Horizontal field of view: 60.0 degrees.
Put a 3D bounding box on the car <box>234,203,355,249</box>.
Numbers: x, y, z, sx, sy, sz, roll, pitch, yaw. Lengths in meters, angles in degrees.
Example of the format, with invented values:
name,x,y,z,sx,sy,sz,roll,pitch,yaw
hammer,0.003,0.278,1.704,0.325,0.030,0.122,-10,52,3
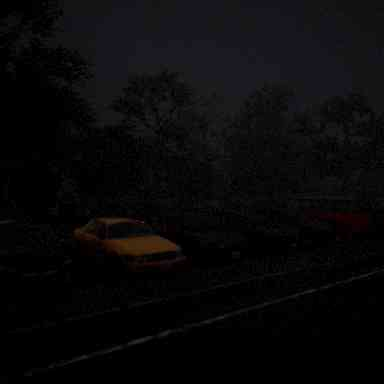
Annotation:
name,x,y,z,sx,sy,sz,roll,pitch,yaw
car,4.493,1.480,15.333,2.163,1.488,4.792,0,0,-35

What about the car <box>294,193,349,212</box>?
name,x,y,z,sx,sy,sz,roll,pitch,yaw
car,15.010,1.188,38.917,2.435,2.045,5.566,0,0,-35

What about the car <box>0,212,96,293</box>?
name,x,y,z,sx,sy,sz,roll,pitch,yaw
car,-4.581,1.499,8.931,2.231,1.521,4.892,0,0,-35

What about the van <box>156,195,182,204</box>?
name,x,y,z,sx,sy,sz,roll,pitch,yaw
van,-2.967,1.223,25.970,1.878,1.987,4.442,0,0,-35

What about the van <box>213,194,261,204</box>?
name,x,y,z,sx,sy,sz,roll,pitch,yaw
van,3.816,1.190,30.798,1.878,1.987,4.442,0,0,-36

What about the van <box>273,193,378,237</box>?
name,x,y,z,sx,sy,sz,roll,pitch,yaw
van,6.671,1.213,17.059,1.878,1.987,4.442,0,0,-35

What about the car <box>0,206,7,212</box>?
name,x,y,z,sx,sy,sz,roll,pitch,yaw
car,-12.065,1.495,19.644,2.097,1.535,5.008,0,0,-35

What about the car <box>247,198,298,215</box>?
name,x,y,z,sx,sy,sz,roll,pitch,yaw
car,8.133,1.440,34.033,2.163,1.488,4.792,0,0,-35

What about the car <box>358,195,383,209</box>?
name,x,y,z,sx,sy,sz,roll,pitch,yaw
car,26.198,1.375,46.867,2.185,1.767,4.553,0,0,-35

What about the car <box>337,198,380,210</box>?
name,x,y,z,sx,sy,sz,roll,pitch,yaw
car,21.802,1.516,43.703,2.002,1.452,4.674,0,0,-35

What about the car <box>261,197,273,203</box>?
name,x,y,z,sx,sy,sz,roll,pitch,yaw
car,5.981,1.439,32.504,2.163,1.488,4.792,0,0,-35

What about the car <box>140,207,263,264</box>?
name,x,y,z,sx,sy,sz,roll,pitch,yaw
car,-0.033,1.503,12.118,2.163,1.488,4.792,0,0,-35

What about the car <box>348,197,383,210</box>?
name,x,y,z,sx,sy,sz,roll,pitch,yaw
car,24.076,1.518,45.285,2.163,1.488,4.792,0,0,-35

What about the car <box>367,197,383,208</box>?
name,x,y,z,sx,sy,sz,roll,pitch,yaw
car,28.478,1.512,48.442,2.097,1.535,5.008,0,0,-35

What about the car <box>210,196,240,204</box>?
name,x,y,z,sx,sy,sz,roll,pitch,yaw
car,1.480,1.425,29.278,2.097,1.535,5.008,0,0,-35

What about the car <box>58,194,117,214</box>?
name,x,y,z,sx,sy,sz,roll,pitch,yaw
car,-7.535,1.221,22.834,2.435,2.045,5.566,0,0,-35

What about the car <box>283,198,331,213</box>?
name,x,y,z,sx,sy,sz,roll,pitch,yaw
car,12.785,1.457,37.266,2.163,1.488,4.792,0,0,-35

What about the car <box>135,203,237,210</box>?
name,x,y,z,sx,sy,sz,roll,pitch,yaw
car,-0.027,1.527,17.600,5.357,1.411,2.033,0,0,-35

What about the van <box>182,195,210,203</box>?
name,x,y,z,sx,sy,sz,roll,pitch,yaw
van,-0.843,1.211,27.764,1.878,1.987,4.442,0,0,-35

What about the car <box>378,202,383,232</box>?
name,x,y,z,sx,sy,sz,roll,pitch,yaw
car,8.986,1.456,18.596,2.163,1.488,4.792,0,0,-35

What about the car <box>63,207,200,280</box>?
name,x,y,z,sx,sy,sz,roll,pitch,yaw
car,-2.206,1.483,10.382,1.946,1.575,5.366,0,0,-35

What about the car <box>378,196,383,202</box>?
name,x,y,z,sx,sy,sz,roll,pitch,yaw
car,11.246,1.292,20.203,2.185,1.767,4.553,0,0,-35

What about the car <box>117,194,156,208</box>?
name,x,y,z,sx,sy,sz,roll,pitch,yaw
car,-5.276,1.209,24.438,2.435,2.045,5.566,0,0,-35
